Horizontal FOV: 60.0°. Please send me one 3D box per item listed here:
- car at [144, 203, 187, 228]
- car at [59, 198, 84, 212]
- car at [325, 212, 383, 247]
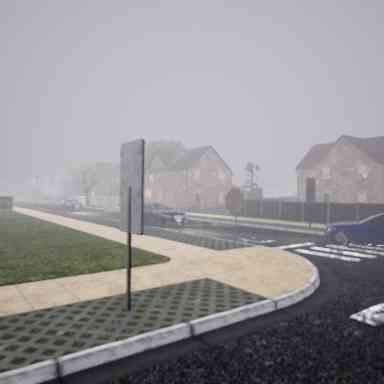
[{"bbox_3d":[-2.240,1.480,22.490,2.128,1.511,4.902,1,0,-36],"label":"car"},{"bbox_3d":[-14.163,1.489,38.952,2.128,1.511,4.902,1,-1,-36],"label":"car"},{"bbox_3d":[7.965,1.567,13.646,4.674,1.442,1.812,0,1,30],"label":"car"}]
